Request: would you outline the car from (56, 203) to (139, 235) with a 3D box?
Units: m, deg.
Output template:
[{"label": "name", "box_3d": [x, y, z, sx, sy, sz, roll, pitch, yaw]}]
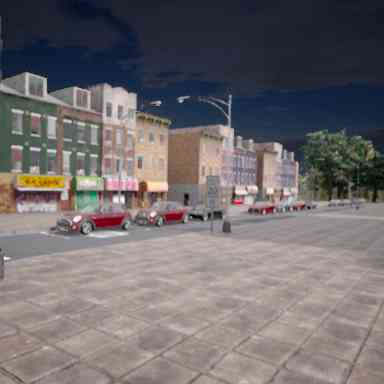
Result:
[{"label": "car", "box_3d": [-5.174, 1.307, 17.894, 1.967, 1.590, 4.097, 2, 0, 36]}]

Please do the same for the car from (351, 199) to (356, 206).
[{"label": "car", "box_3d": [32.977, 2.235, 70.780, 1.802, 1.307, 4.206, 1, 0, 36]}]

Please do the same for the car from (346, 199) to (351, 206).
[{"label": "car", "box_3d": [29.798, 2.150, 66.373, 1.947, 1.339, 4.313, 1, 0, 36]}]

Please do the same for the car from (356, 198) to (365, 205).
[{"label": "car", "box_3d": [39.337, 2.356, 79.594, 1.947, 1.339, 4.313, 1, 0, 36]}]

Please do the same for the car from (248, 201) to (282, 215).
[{"label": "car", "box_3d": [7.542, 1.664, 35.522, 1.887, 1.381, 4.507, 1, 0, 36]}]

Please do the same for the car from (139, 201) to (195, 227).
[{"label": "car", "box_3d": [-1.994, 1.368, 22.301, 1.967, 1.590, 4.097, 2, 0, 36]}]

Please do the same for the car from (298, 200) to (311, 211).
[{"label": "car", "box_3d": [13.901, 1.795, 44.337, 1.887, 1.381, 4.507, 1, 0, 36]}]

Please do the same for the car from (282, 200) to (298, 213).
[{"label": "car", "box_3d": [10.721, 1.735, 39.930, 2.008, 1.369, 4.403, 1, 0, 36]}]

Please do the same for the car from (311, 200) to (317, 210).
[{"label": "car", "box_3d": [17.080, 1.881, 48.744, 1.947, 1.339, 4.313, 1, 0, 36]}]

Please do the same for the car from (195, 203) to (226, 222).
[{"label": "car", "box_3d": [1.182, 1.557, 26.708, 1.947, 1.339, 4.313, 1, 0, 36]}]

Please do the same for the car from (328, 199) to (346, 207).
[{"label": "car", "box_3d": [26.619, 2.067, 61.966, 2.008, 1.369, 4.403, 1, 0, 36]}]
